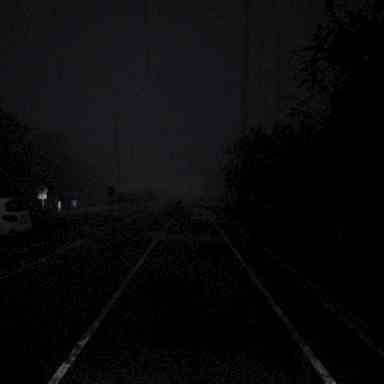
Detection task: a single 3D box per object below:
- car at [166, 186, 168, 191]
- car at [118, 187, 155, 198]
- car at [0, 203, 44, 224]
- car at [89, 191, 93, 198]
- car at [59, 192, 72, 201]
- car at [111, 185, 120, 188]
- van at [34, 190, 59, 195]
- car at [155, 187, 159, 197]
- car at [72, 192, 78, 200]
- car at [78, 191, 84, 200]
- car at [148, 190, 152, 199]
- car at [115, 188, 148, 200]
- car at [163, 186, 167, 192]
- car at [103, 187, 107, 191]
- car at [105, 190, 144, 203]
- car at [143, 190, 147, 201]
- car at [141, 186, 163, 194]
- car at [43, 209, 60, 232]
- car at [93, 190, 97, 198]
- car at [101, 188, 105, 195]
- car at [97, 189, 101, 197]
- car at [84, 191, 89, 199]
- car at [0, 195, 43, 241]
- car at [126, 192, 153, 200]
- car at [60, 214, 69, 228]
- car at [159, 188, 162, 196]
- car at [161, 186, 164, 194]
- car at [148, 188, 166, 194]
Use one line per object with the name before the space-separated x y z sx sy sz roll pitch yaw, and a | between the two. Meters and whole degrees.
car | -9.951 -0.176 92.041 5.008 1.535 2.097 0 3 0
car | -10.162 0.528 61.395 5.566 2.045 2.435 0 1 0
car | -14.258 1.658 27.055 1.895 1.301 4.718 0 1 6
car | -23.153 0.720 66.861 4.792 1.488 2.163 0 1 0
car | -23.250 0.866 55.706 4.674 1.452 2.002 0 0 0
car | -23.081 -0.293 89.149 5.566 2.045 2.435 0 3 0
van | -23.152 0.626 50.246 4.442 1.987 1.878 1 0 0
car | -10.038 0.433 72.542 4.553 1.767 2.185 0 2 0
car | -23.259 0.835 58.618 4.792 1.488 2.163 0 0 0
car | -23.400 0.773 61.411 5.366 1.575 1.946 0 1 0
car | -10.145 0.809 58.604 5.008 1.535 2.097 0 1 0
car | -10.198 0.703 55.824 4.553 1.767 2.185 0 0 0
car | -9.966 -0.045 89.254 5.008 1.535 2.097 0 3 0
car | -22.900 0.190 83.585 5.366 1.575 1.946 0 2 0
car | -10.169 0.883 50.255 4.792 1.488 2.163 0 0 0
car | -10.212 0.871 53.039 4.792 1.488 2.163 0 0 0
car | -10.052 0.171 80.900 4.553 1.767 2.185 0 2 0
car | -10.102 1.541 17.666 5.008 1.535 2.097 0 0 0
car | -23.161 0.629 69.651 5.008 1.535 2.097 0 1 0
car | -23.127 0.478 75.357 4.892 1.521 2.231 0 2 0
car | -23.145 0.559 72.440 5.008 1.535 2.097 0 2 0
car | -23.383 0.734 64.206 5.366 1.575 1.946 0 1 0
car | -10.139 1.281 14.891 5.566 2.045 2.435 0 0 0
car | -10.112 0.742 64.187 4.892 1.521 2.231 0 1 0
car | -10.054 1.579 20.442 4.792 1.488 2.163 0 0 0
car | -10.066 0.421 78.120 4.792 1.488 2.163 0 2 0
car | -10.036 0.065 83.678 4.553 1.767 2.185 0 2 0
car | -9.911 -0.284 94.826 4.792 1.488 2.163 0 3 0
